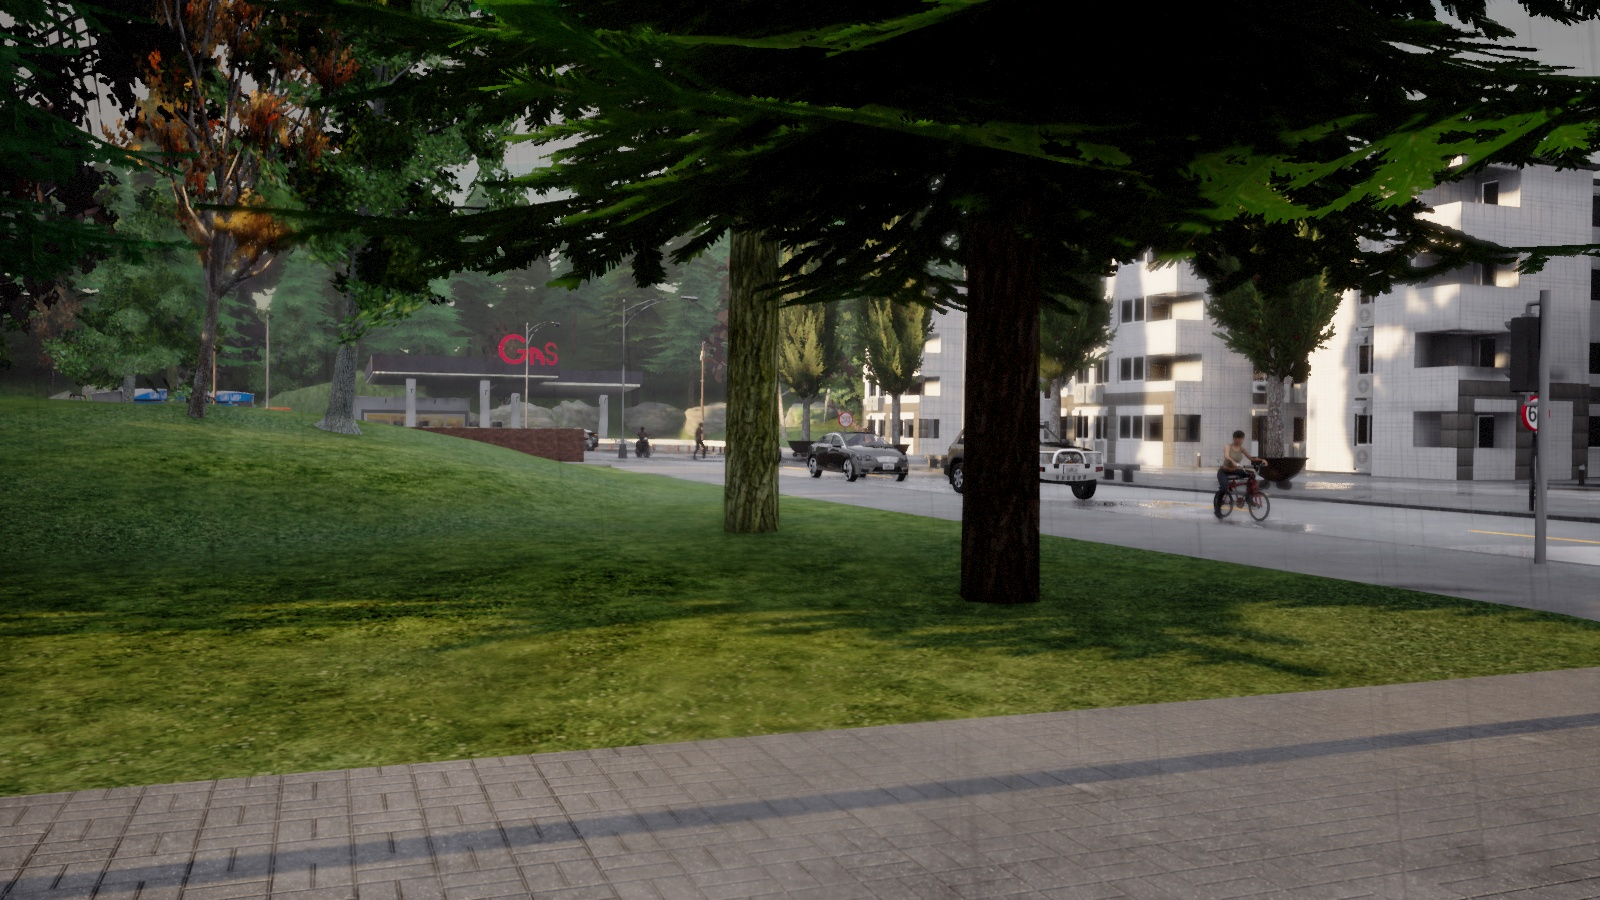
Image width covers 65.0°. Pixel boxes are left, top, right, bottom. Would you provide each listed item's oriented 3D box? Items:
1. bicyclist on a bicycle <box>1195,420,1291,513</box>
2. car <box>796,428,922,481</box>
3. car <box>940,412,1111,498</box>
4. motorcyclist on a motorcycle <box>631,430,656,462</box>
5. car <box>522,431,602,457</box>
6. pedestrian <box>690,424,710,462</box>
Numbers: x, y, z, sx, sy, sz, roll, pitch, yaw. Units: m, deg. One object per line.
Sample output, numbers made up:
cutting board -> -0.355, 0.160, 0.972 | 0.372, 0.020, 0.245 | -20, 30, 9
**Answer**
bicyclist on a bicycle -> 8.000, 0.278, 22.736 | 0.866, 1.612, 1.509 | -1, 1, -20
car -> 1.742, 0.098, 39.186 | 2.128, 1.511, 4.902 | -1, 1, -21
car -> 5.250, 0.071, 29.922 | 1.932, 1.855, 4.605 | -1, 1, -21
motorcyclist on a motorcycle -> -8.151, -0.226, 65.350 | 0.766, 1.649, 2.350 | -1, 1, -21
car -> -15.031, -0.382, 79.347 | 4.514, 1.525, 2.007 | 0, 1, 19
pedestrian -> -4.800, -0.336, 60.326 | 0.869, 1.805, 0.328 | -1, 1, -37
